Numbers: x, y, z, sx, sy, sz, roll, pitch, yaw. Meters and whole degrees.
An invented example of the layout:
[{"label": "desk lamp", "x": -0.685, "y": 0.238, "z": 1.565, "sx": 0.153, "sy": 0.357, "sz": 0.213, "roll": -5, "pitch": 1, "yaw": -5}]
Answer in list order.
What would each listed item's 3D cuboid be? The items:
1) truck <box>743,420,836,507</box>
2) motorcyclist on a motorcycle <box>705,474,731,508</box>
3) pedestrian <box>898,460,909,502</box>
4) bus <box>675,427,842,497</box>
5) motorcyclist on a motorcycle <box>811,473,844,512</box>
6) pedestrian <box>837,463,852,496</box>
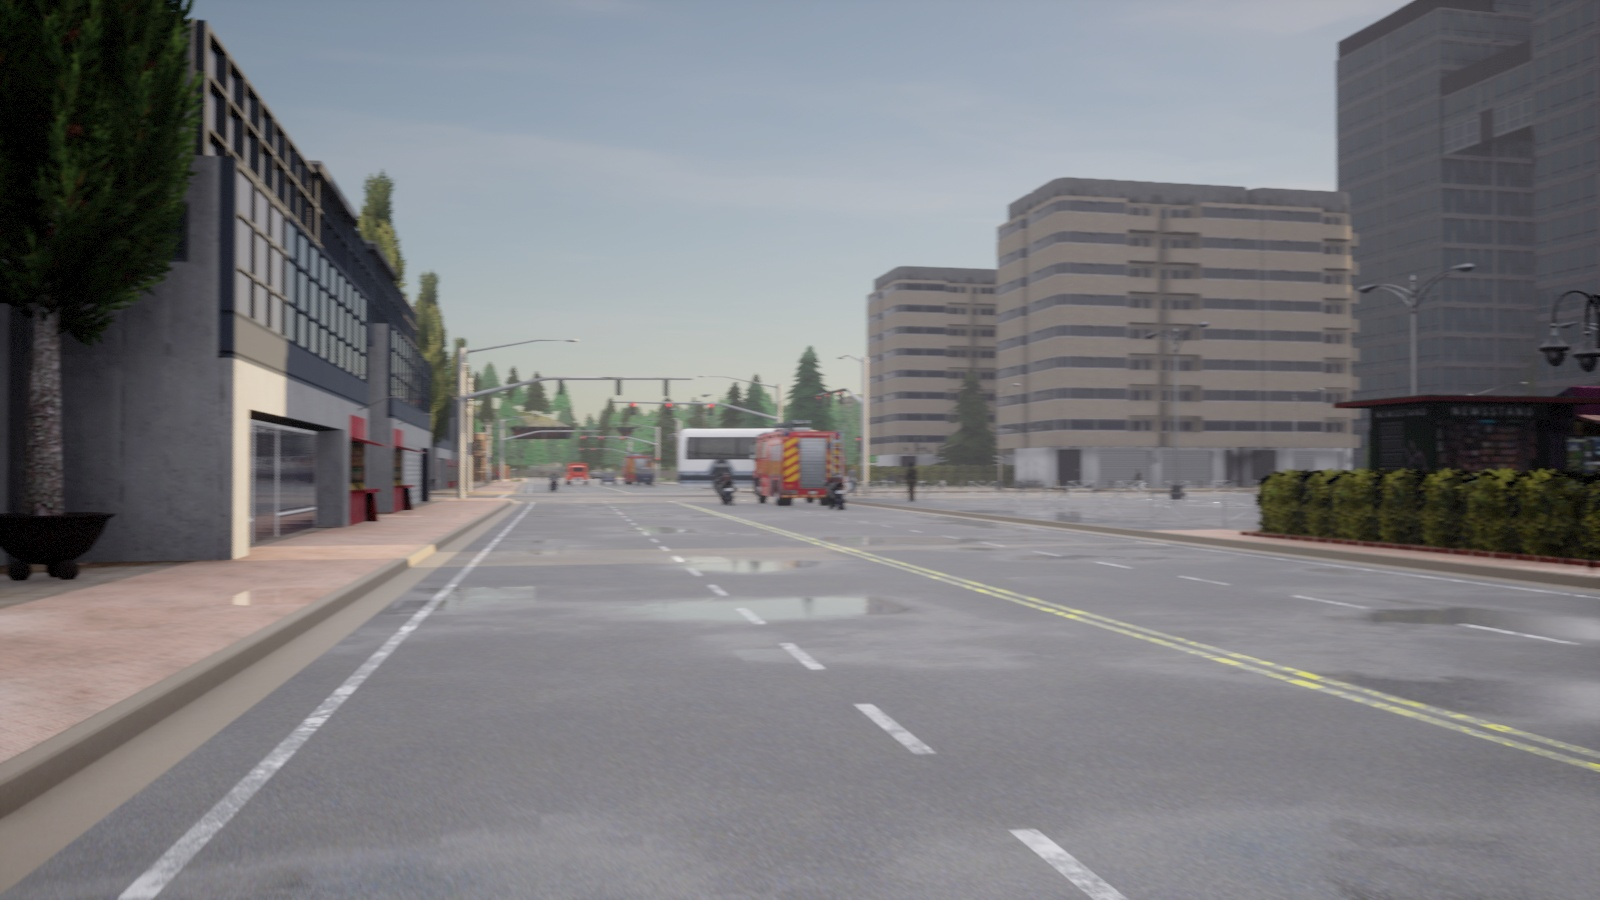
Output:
[{"label": "truck", "x": -0.644, "y": 0.665, "z": 59.754, "sx": 2.891, "sy": 3.827, "sz": 8.468, "roll": 0, "pitch": -1, "yaw": -11}, {"label": "motorcyclist on a motorcycle", "x": -3.772, "y": 1.854, "z": 57.602, "sx": 0.866, "sy": 1.530, "sz": 2.191, "roll": 0, "pitch": -1, "yaw": -11}, {"label": "pedestrian", "x": 4.743, "y": 1.408, "z": 57.661, "sx": 0.395, "sy": 1.930, "sz": 0.692, "roll": 0, "pitch": -1, "yaw": -1}, {"label": "bus", "x": -2.516, "y": 0.805, "z": 79.646, "sx": 10.273, "sy": 4.253, "sz": 3.944, "roll": -1, "pitch": -1, "yaw": 2}, {"label": "motorcyclist on a motorcycle", "x": 1.098, "y": 1.701, "z": 50.931, "sx": 0.866, "sy": 1.530, "sz": 2.191, "roll": 0, "pitch": -1, "yaw": -11}, {"label": "pedestrian", "x": 2.500, "y": 1.646, "z": 70.659, "sx": 0.706, "sy": 1.836, "sz": 0.354, "roll": 0, "pitch": -1, "yaw": -32}]
